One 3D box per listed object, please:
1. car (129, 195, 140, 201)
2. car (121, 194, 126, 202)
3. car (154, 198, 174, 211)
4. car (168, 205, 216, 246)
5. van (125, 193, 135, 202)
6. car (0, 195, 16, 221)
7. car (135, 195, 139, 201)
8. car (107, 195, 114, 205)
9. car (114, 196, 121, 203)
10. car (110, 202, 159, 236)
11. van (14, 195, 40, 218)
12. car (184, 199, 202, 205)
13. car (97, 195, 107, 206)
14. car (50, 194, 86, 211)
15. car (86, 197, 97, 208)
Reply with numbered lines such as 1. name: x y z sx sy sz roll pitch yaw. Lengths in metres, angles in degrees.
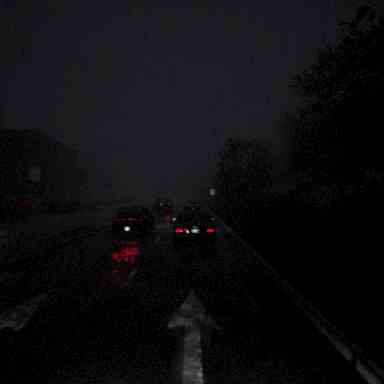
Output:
1. car: -15.616 1.615 90.755 2.002 1.452 4.674 -2 0 0
2. car: -15.539 1.583 68.716 2.002 1.452 4.674 0 0 0
3. car: -3.159 1.397 36.603 2.097 1.767 4.553 0 0 0
4. car: 0.091 1.567 15.435 2.033 1.411 5.357 0 0 0
5. van: -15.568 1.333 79.647 1.878 1.987 4.442 0 0 0
6. car: -15.422 1.353 24.418 2.185 1.767 4.553 0 0 0
7. car: -15.584 1.596 85.259 2.163 1.488 4.792 0 0 0
8. car: -15.509 1.401 57.569 2.185 1.767 4.553 0 0 0
9. car: -15.523 1.409 63.095 2.185 1.767 4.553 0 0 0
10. car: -3.153 1.528 18.594 1.837 1.490 4.892 0 0 0
11. van: -15.436 1.261 29.796 1.878 1.987 4.442 0 0 0
12. car: 0.092 1.537 36.813 2.128 1.511 4.902 0 0 0
13. car: -15.495 1.520 52.019 2.231 1.521 4.892 0 0 0
14. car: -15.465 1.251 41.060 2.435 2.045 5.566 0 0 0
15. car: -15.480 1.510 46.493 2.097 1.535 5.008 0 0 0
